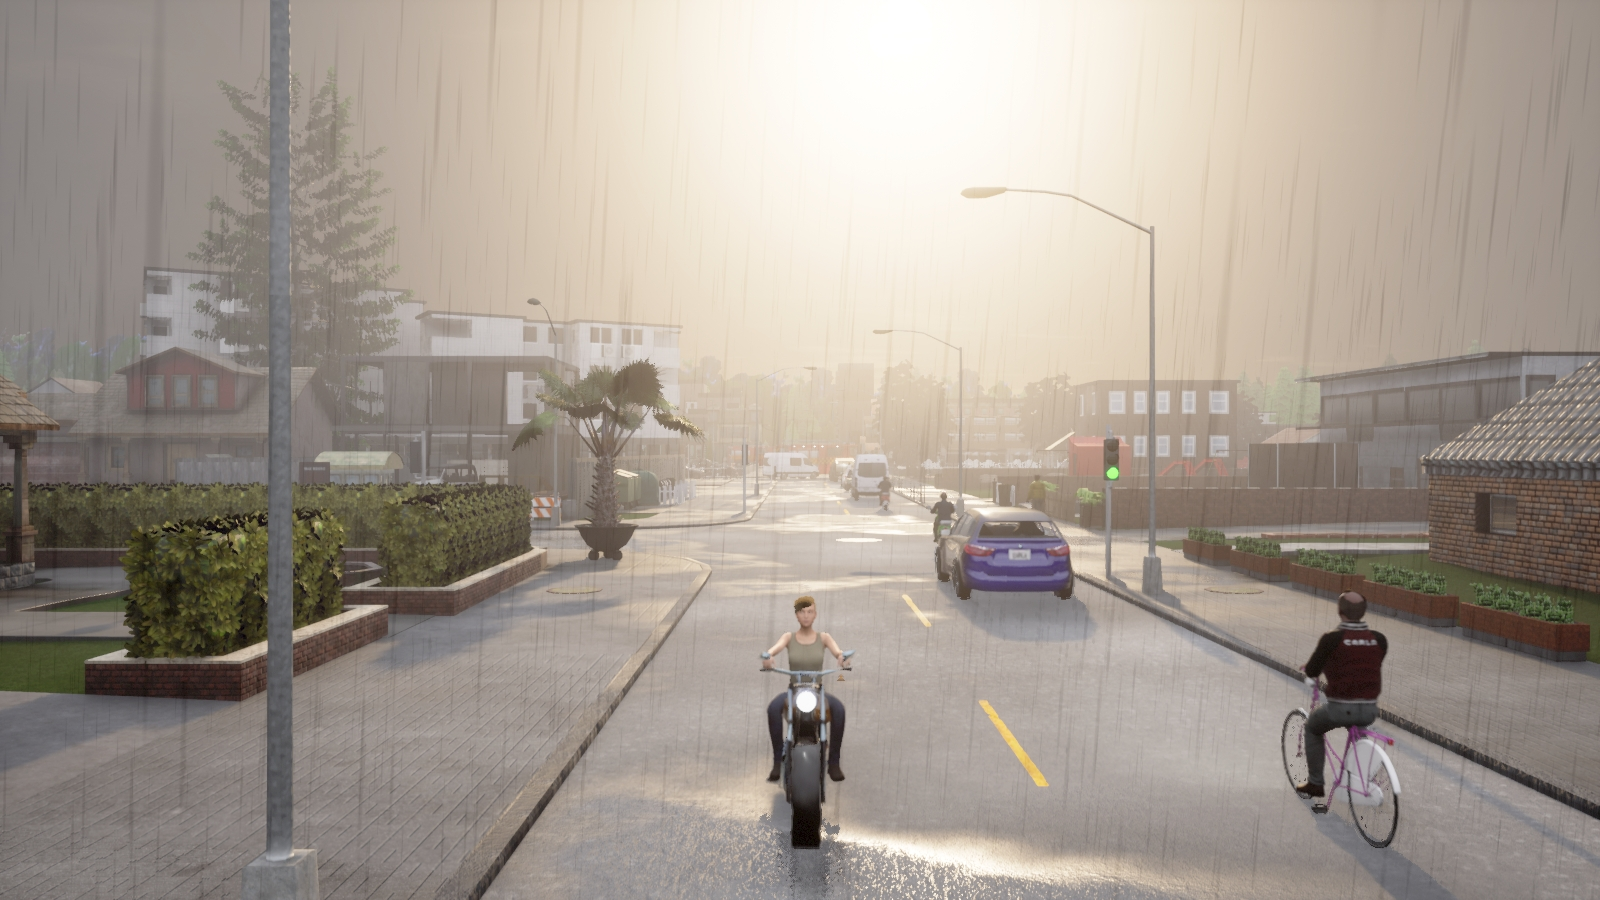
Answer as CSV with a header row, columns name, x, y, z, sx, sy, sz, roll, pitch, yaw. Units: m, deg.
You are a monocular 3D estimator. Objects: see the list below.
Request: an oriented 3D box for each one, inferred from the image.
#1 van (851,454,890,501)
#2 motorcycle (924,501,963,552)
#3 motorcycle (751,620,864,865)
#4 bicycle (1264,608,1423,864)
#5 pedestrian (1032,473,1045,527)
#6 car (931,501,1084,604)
name,x,y,z,sx,sy,sz,roll,pitch,yaw
van,4.014,1.534,65.900,1.988,2.561,5.915,0,0,1
motorcycle,4.026,2.142,32.168,0.856,1.316,1.805,0,0,0
motorcycle,0.056,2.155,8.920,0.764,1.307,2.356,0,0,0
bicycle,4.045,2.060,8.639,0.329,1.471,1.835,0,0,0
pedestrian,8.338,1.744,39.958,0.375,1.860,0.375,0,0,0
car,4.028,1.967,23.051,2.242,1.667,4.611,0,0,0
